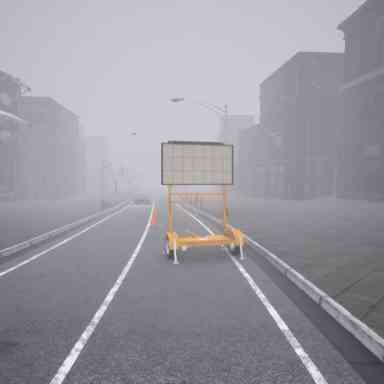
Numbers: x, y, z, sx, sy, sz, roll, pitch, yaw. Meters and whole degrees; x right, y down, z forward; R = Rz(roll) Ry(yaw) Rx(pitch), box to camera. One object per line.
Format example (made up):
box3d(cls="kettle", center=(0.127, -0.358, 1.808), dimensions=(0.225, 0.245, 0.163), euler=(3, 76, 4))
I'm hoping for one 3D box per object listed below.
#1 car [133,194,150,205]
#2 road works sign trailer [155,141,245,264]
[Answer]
box3d(cls="car", center=(-6.521, 0.959, 43.184), dimensions=(1.994, 1.385, 4.181), euler=(0, 1, -6))
box3d(cls="road works sign trailer", center=(0.140, 0.174, 10.820), dimensions=(2.380, 3.560, 2.880), euler=(-1, 1, -16))
